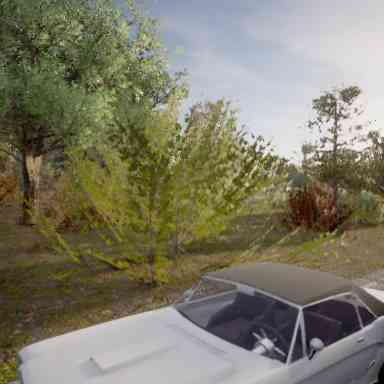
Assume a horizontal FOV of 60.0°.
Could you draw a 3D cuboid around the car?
[{"bbox_3d":[0.673,1.592,3.606,4.718,1.301,1.895,0,0,-37],"label":"car"}]
